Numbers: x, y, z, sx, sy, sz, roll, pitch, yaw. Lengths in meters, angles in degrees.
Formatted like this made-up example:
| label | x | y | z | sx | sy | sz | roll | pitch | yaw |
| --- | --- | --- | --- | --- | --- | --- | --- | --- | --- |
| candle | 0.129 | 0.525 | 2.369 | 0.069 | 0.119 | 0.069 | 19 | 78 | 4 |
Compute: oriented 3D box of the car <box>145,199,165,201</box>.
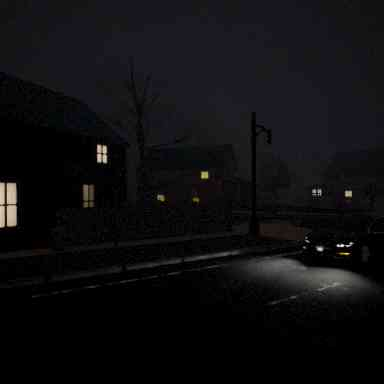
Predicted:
| label | x | y | z | sx | sy | sz | roll | pitch | yaw |
| --- | --- | --- | --- | --- | --- | --- | --- | --- | --- |
| car | -2.677 | 1.346 | 26.310 | 4.892 | 1.490 | 1.837 | 0 | 1 | 22 |

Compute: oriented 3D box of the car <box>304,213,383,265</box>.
| label | x | y | z | sx | sy | sz | roll | pitch | yaw |
| --- | --- | --- | --- | --- | --- | --- | --- | --- | --- |
| car | 5.972 | 1.535 | 11.783 | 4.892 | 1.490 | 1.837 | 0 | 0 | -35 |
